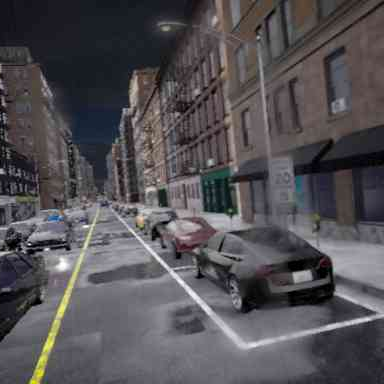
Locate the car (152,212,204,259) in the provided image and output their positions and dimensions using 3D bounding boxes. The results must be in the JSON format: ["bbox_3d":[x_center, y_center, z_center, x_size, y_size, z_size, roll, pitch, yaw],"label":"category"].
[{"bbox_3d":[-0.163,1.586,12.584,1.802,1.307,4.206,-5,0,-15],"label":"car"}]

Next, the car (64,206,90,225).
[{"bbox_3d":[-11.461,2.559,33.686,1.812,1.442,4.674,-5,0,-15],"label":"car"}]

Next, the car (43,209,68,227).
[{"bbox_3d":[-14.922,2.792,36.626,1.967,1.590,4.097,-5,0,-15],"label":"car"}]

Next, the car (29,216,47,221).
[{"bbox_3d":[-10.693,2.540,20.950,1.947,1.339,4.313,-5,0,-15],"label":"car"}]

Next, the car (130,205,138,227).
[{"bbox_3d":[-3.024,1.786,23.199,1.752,1.417,4.829,-5,0,-15],"label":"car"}]

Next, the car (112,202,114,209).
[{"bbox_3d":[-12.819,2.701,59.612,1.947,1.339,4.313,-5,0,-15],"label":"car"}]

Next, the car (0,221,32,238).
[{"bbox_3d":[-9.287,2.414,15.725,1.947,1.339,4.313,-5,0,-15],"label":"car"}]

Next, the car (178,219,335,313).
[{"bbox_3d":[1.242,1.442,7.358,1.947,1.339,4.313,-5,0,-15],"label":"car"}]

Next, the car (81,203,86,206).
[{"bbox_3d":[-23.349,3.651,67.979,2.008,1.369,4.403,-5,0,-15],"label":"car"}]

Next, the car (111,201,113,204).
[{"bbox_3d":[-14.224,2.826,64.837,1.947,1.339,4.313,-5,0,-15],"label":"car"}]

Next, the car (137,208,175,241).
[{"bbox_3d":[-1.570,1.696,17.809,1.947,1.339,4.313,-5,0,-15],"label":"car"}]

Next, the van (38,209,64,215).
[{"bbox_3d":[-13.526,2.568,31.401,1.690,1.788,3.998,-5,0,-15],"label":"van"}]

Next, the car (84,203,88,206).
[{"bbox_3d":[-24.755,3.774,73.205,2.008,1.369,4.403,-5,0,-15],"label":"car"}]

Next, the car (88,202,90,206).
[{"bbox_3d":[-27.590,3.783,83.655,2.192,1.841,5.009,-5,0,-15],"label":"car"}]

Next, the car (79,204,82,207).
[{"bbox_3d":[-20.495,3.374,57.364,1.752,1.417,4.829,-5,0,-15],"label":"car"}]

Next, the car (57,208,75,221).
[{"bbox_3d":[-17.682,3.123,46.913,1.752,1.417,4.829,-5,0,-15],"label":"car"}]

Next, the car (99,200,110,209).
[{"bbox_3d":[-22.144,3.030,83.984,2.150,2.045,5.566,-5,0,-15],"label":"car"}]

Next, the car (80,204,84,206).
[{"bbox_3d":[-21.940,3.559,62.753,1.802,1.307,4.206,-5,0,-15],"label":"car"}]

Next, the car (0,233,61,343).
[{"bbox_3d":[-4.077,1.918,6.162,2.033,1.411,5.357,-5,0,-11],"label":"car"}]

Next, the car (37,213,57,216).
[{"bbox_3d":[-12.097,2.682,26.176,1.802,1.307,4.206,-5,0,-15],"label":"car"}]

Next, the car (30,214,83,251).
[{"bbox_3d":[-7.042,2.186,17.106,2.033,1.411,5.357,-5,0,-15],"label":"car"}]

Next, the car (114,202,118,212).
[{"bbox_3d":[-10.008,2.435,49.161,2.008,1.369,4.403,-5,0,-15],"label":"car"}]

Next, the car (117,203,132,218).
[{"bbox_3d":[-7.196,2.185,38.711,2.008,1.369,4.403,-5,0,-15],"label":"car"}]
